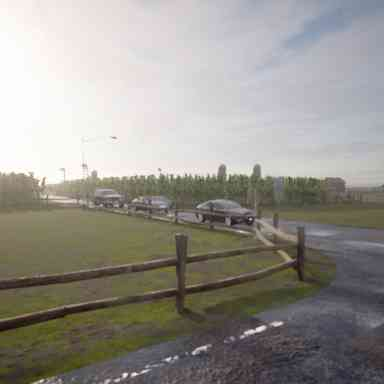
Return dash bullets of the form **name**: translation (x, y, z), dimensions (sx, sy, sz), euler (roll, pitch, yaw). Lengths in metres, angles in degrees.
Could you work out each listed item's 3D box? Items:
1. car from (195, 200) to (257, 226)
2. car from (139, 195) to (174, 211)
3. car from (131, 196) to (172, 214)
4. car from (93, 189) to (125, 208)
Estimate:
- **car**: translation (2.068, 1.296, 21.264), dimensions (1.837, 1.490, 4.892), euler (-1, 1, -33)
- **car**: translation (-3.819, 1.103, 35.109), dimensions (1.994, 1.385, 4.181), euler (-1, 1, -34)
- **car**: translation (-3.808, 1.134, 29.889), dimensions (2.128, 1.511, 4.902), euler (-1, 1, -34)
- **car**: translation (-9.755, 0.716, 38.558), dimensions (2.150, 2.045, 5.566), euler (-1, 1, -34)
